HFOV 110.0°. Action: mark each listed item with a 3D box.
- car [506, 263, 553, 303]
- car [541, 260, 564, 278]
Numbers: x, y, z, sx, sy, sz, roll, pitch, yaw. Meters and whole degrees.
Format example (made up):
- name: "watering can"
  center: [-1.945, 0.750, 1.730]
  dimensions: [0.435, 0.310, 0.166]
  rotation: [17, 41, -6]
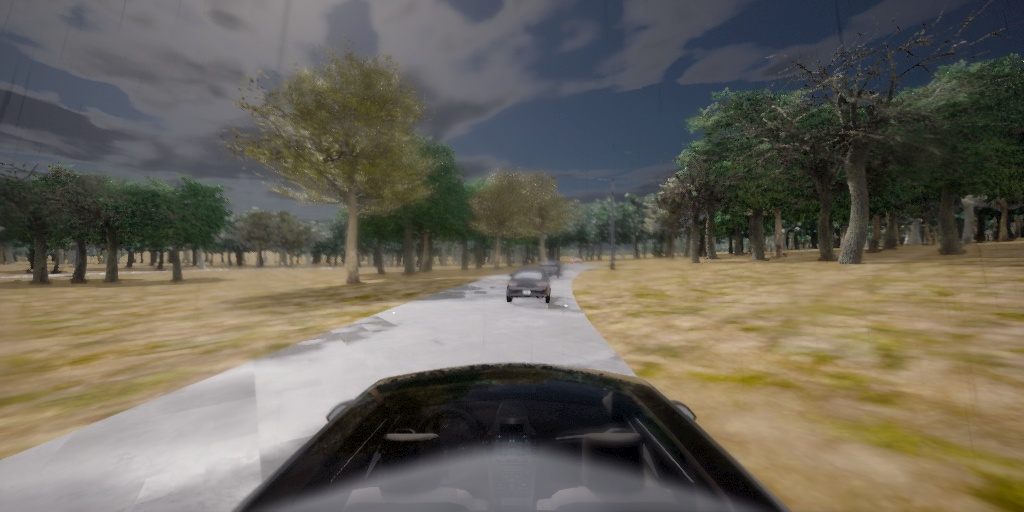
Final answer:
- name: "car"
  center: [0.838, 1.240, 16.263]
  dimensions: [1.812, 1.442, 4.674]
  rotation: [0, 0, 6]
- name: "car"
  center: [3.347, 1.092, 30.869]
  dimensions: [2.128, 1.511, 4.902]
  rotation: [0, 0, 13]
